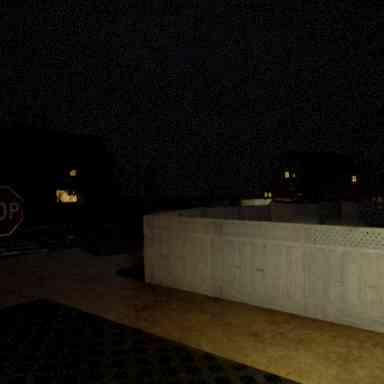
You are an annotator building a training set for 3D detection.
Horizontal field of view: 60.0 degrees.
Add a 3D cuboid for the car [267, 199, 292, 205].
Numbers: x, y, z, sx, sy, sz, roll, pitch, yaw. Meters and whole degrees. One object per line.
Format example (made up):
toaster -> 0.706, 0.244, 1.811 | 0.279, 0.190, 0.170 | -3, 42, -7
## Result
car -> 6.654, 1.369, 25.360 | 4.553, 1.767, 2.097 | 0, -1, -33
